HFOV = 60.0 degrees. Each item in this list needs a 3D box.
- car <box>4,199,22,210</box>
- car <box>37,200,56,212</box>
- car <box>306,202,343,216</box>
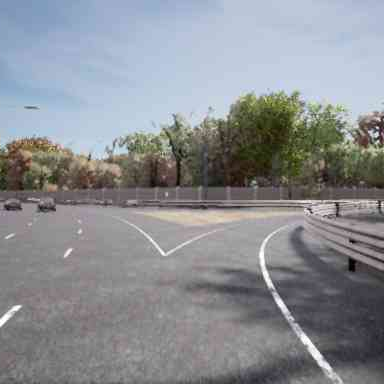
[{"bbox_3d":[-25.262,1.750,46.891,2.128,1.511,4.902,0,0,-34],"label":"car"},{"bbox_3d":[-19.176,1.731,43.793,2.128,1.511,4.902,0,0,-30],"label":"car"},{"bbox_3d":[13.850,1.724,34.764,5.357,1.411,2.033,0,-1,-41],"label":"car"}]
